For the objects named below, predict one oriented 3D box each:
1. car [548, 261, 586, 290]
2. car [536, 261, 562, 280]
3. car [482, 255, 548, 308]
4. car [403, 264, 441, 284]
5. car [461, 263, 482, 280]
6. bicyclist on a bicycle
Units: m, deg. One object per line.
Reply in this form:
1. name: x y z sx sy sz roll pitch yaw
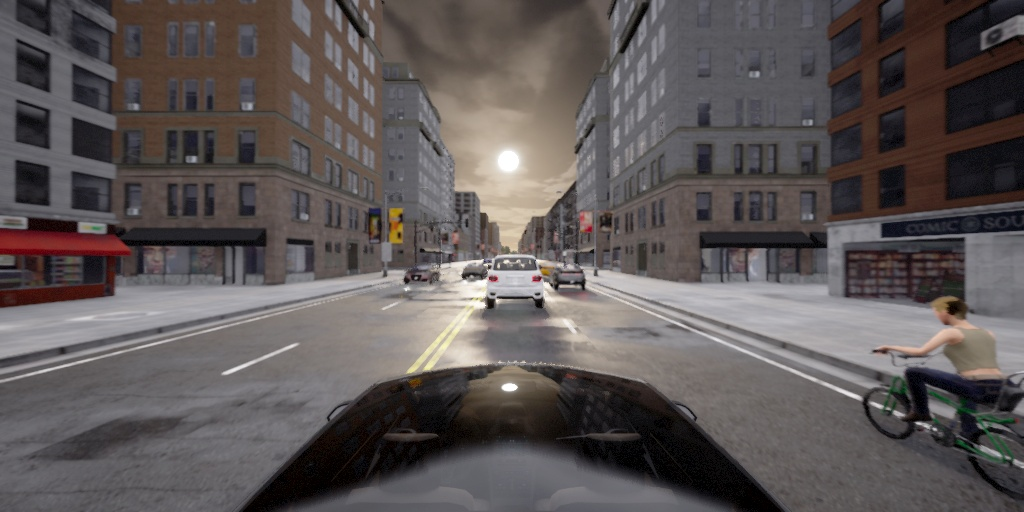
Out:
1. car: 3.369 1.242 22.392 2.128 1.511 4.902 0 0 0
2. car: 3.292 1.230 32.533 1.882 1.535 5.008 0 0 0
3. car: 0.118 0.970 15.333 2.150 2.045 5.566 0 0 0
4. car: -6.550 1.315 26.501 1.994 1.385 4.181 0 0 0
5. car: -3.266 1.299 31.961 2.033 1.411 5.357 0 0 1
6. bicyclist on a bicycle: 4.126 1.187 3.464 0.866 1.612 1.509 0 0 0
